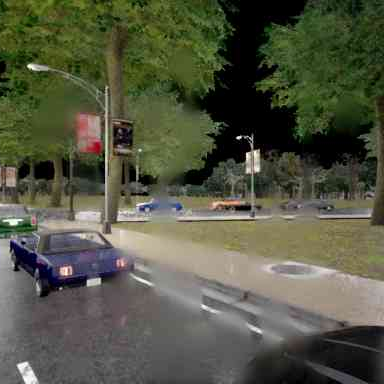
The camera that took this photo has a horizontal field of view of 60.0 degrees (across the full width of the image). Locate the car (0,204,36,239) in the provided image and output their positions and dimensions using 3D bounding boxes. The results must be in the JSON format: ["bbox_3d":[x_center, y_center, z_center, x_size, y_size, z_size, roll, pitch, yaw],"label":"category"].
[{"bbox_3d":[-8.891,1.352,15.859,2.097,1.767,4.553,0,0,-38],"label":"car"}]

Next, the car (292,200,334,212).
[{"bbox_3d":[16.160,1.745,43.420,4.902,1.511,2.128,0,0,-14],"label":"car"}]

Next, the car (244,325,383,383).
[{"bbox_3d":[2.346,1.478,1.248,1.882,1.535,5.008,0,0,-37],"label":"car"}]

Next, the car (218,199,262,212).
[{"bbox_3d":[6.111,1.791,40.877,4.718,1.301,1.895,0,0,-14],"label":"car"}]

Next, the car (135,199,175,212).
[{"bbox_3d":[-4.620,1.658,41.495,4.674,1.442,1.812,0,0,-16],"label":"car"}]

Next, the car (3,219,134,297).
[{"bbox_3d":[-3.413,1.601,8.732,1.895,1.301,4.718,0,0,-38],"label":"car"}]

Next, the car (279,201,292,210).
[{"bbox_3d":[14.355,1.810,46.316,4.181,1.385,1.994,0,0,-14],"label":"car"}]

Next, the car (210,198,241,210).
[{"bbox_3d":[4.694,1.538,43.870,4.553,1.767,2.097,0,0,-14],"label":"car"}]

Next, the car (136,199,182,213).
[{"bbox_3d":[-3.647,1.611,38.397,5.008,1.535,1.882,0,0,-14],"label":"car"}]
